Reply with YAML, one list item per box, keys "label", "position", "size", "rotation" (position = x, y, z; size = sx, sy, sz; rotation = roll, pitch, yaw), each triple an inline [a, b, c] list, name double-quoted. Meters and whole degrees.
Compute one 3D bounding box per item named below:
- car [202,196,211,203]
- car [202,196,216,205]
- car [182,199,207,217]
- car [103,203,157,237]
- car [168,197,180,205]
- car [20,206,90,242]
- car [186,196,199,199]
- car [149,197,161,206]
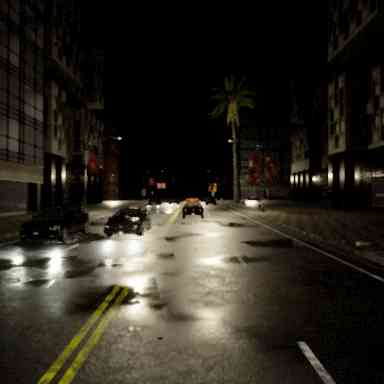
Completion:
- label: "car"
  position: [3.236, 1.704, 77.150]
  size: [1.882, 1.535, 5.008]
  rotation: [0, -1, 0]
- label: "car"
  position: [3.339, 1.613, 60.174]
  size: [1.837, 1.490, 4.892]
  rotation: [0, -1, 0]
- label: "car"
  position: [0.095, 1.617, 30.851]
  size: [1.895, 1.301, 4.718]
  rotation: [0, 0, 0]
- label: "car"
  position: [-3.354, 1.550, 18.323]
  size: [2.033, 1.411, 5.357]
  rotation: [0, 0, 0]
- label: "car"
  position: [-3.289, 1.639, 60.907]
  size: [1.812, 1.442, 4.674]
  rotation: [0, 0, 1]
- label: "car"
  position: [-6.603, 1.480, 16.540]
  size: [1.882, 1.535, 5.008]
  rotation: [0, 0, 0]
- label: "car"
  position: [0.091, 1.436, 54.279]
  size: [2.097, 1.767, 4.553]
  rotation: [0, 0, 0]
- label: "car"
  position: [-6.550, 1.630, 58.954]
  size: [1.812, 1.442, 4.674]
  rotation: [0, 0, 1]
